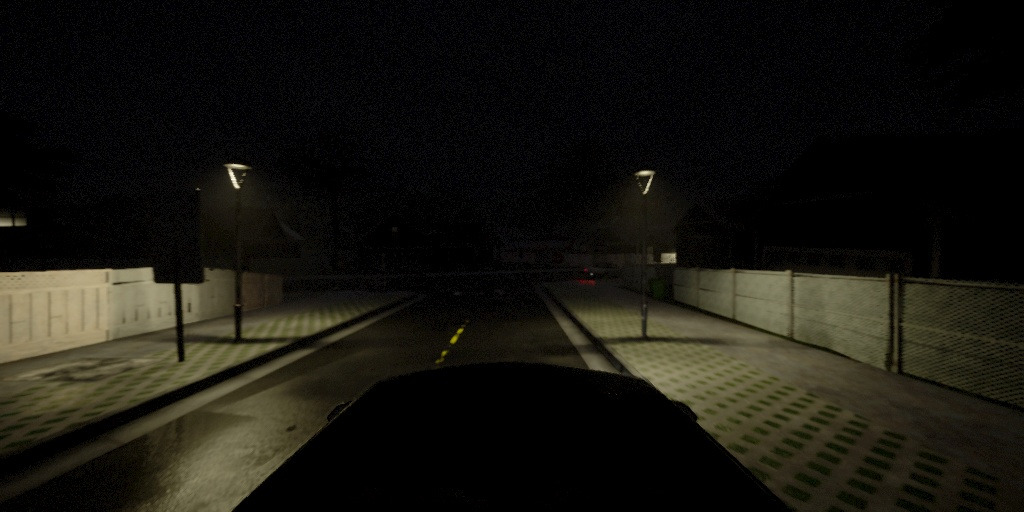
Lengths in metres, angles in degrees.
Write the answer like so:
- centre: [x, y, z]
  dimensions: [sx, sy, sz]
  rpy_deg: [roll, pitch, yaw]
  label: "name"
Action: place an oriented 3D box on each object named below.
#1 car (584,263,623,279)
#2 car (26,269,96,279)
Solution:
- centre: [8.837, 1.269, 32.195]
  dimensions: [4.718, 1.301, 1.895]
  rpy_deg: [-1, 3, -29]
  label: "car"
- centre: [-22.824, 1.414, 19.084]
  dimensions: [4.674, 1.442, 1.812]
  rpy_deg: [0, 3, -16]
  label: "car"
